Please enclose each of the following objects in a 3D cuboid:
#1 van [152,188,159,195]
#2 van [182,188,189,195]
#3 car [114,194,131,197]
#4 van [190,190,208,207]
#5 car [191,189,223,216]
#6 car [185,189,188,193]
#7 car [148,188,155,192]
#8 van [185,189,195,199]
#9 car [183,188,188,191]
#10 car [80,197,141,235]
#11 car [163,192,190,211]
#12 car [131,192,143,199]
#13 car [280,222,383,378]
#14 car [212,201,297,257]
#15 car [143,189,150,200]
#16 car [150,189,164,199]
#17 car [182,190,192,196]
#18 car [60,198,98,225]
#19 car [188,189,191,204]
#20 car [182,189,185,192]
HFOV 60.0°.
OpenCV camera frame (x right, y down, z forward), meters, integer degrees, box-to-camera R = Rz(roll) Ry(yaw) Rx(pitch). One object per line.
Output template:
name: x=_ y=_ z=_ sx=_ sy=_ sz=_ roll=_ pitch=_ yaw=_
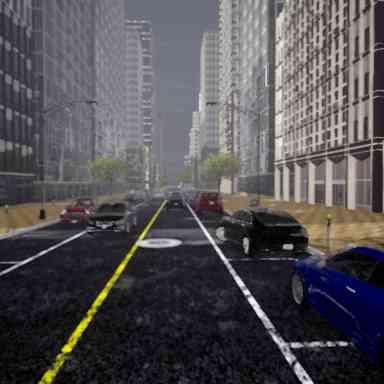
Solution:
van: x=-10.457 y=-0.186 z=94.568 sx=1.690 sy=1.788 sz=3.998 roll=-1 pitch=1 yaw=-3
van: x=-1.803 y=-0.116 z=89.312 sx=1.690 sy=1.788 sz=3.998 roll=-1 pitch=1 yaw=-3
car: x=-7.307 y=1.020 z=31.967 sx=1.752 sy=1.417 sz=4.829 roll=-1 pitch=1 yaw=-3
van: x=0.767 y=0.717 z=38.230 sx=1.690 sy=1.788 sz=3.998 roll=-1 pitch=1 yaw=-3
car: x=1.337 y=0.874 z=26.878 sx=2.192 sy=1.841 sz=5.009 roll=-1 pitch=1 yaw=-3
car: x=0.483 y=0.724 z=43.908 sx=1.967 sy=1.590 sz=4.097 roll=-1 pitch=1 yaw=-3
car: x=-9.029 y=0.378 z=66.190 sx=1.967 sy=1.590 sz=4.097 roll=-1 pitch=1 yaw=-3
van: x=-0.375 y=0.348 z=60.933 sx=1.690 sy=1.788 sz=3.998 roll=-1 pitch=1 yaw=-3
car: x=-0.089 y=0.539 z=55.259 sx=1.967 sy=1.590 sz=4.097 roll=-1 pitch=1 yaw=-3
car: x=-3.948 y=1.236 z=16.907 sx=1.837 sy=1.490 sz=4.892 roll=0 pitch=1 yaw=-3
car: x=-1.544 y=1.039 z=32.470 sx=1.994 sy=1.385 sz=4.181 roll=0 pitch=1 yaw=-3
car: x=-7.886 y=0.874 z=43.489 sx=1.947 sy=1.339 sz=4.313 roll=-1 pitch=1 yaw=-3
car: x=2.924 y=1.441 z=4.667 sx=1.812 sy=1.442 sz=4.674 roll=0 pitch=1 yaw=-3
car: x=2.338 y=1.303 z=12.064 sx=1.837 sy=1.490 sz=4.892 roll=0 pitch=1 yaw=-11
car: x=-8.457 y=0.674 z=54.840 sx=2.008 sy=1.369 sz=4.403 roll=-1 pitch=1 yaw=-3
car: x=-6.015 y=0.597 z=59.976 sx=1.812 sy=1.442 sz=4.674 roll=0 pitch=1 yaw=-3
car: x=-1.229 y=0.280 z=77.964 sx=2.008 sy=1.369 sz=4.403 roll=-1 pitch=1 yaw=-3
car: x=-6.746 y=1.115 z=20.784 sx=1.967 sy=1.590 sz=4.097 roll=-1 pitch=1 yaw=-3
car: x=1.052 y=0.783 z=32.555 sx=2.192 sy=1.841 sz=5.009 roll=-1 pitch=1 yaw=-3
car: x=-2.280 y=0.746 z=47.002 sx=1.837 sy=1.490 sz=4.892 roll=0 pitch=2 yaw=-3
